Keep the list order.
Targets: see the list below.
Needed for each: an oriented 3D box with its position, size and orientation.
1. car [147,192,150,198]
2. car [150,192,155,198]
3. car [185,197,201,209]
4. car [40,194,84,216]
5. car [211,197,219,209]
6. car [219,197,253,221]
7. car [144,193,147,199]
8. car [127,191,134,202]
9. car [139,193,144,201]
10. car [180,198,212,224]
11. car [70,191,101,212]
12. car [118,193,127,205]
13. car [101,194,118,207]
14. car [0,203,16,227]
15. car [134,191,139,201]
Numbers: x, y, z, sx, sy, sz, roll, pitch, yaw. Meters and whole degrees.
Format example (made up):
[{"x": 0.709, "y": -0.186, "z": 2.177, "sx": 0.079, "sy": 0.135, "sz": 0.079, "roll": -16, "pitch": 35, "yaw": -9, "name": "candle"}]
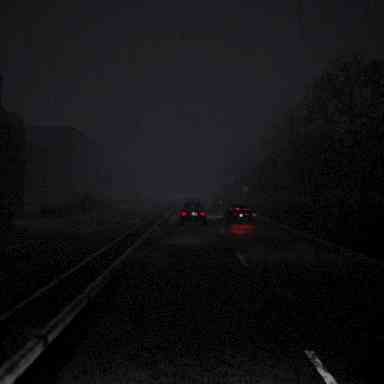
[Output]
[{"x": -11.994, "y": 0.964, "z": 79.328, "sx": 2.231, "sy": 1.521, "sz": 4.892, "roll": 0, "pitch": 0, "yaw": 0, "name": "car"}, {"x": -12.040, "y": 0.898, "z": 90.185, "sx": 1.946, "sy": 1.575, "sz": 5.366, "roll": 0, "pitch": 0, "yaw": 0, "name": "car"}, {"x": 0.113, "y": 1.355, "z": 41.190, "sx": 1.895, "sy": 1.301, "sz": 4.718, "roll": 0, "pitch": 0, "yaw": 0, "name": "car"}, {"x": -11.790, "y": 1.249, "z": 29.603, "sx": 2.231, "sy": 1.521, "sz": 4.892, "roll": 0, "pitch": 0, "yaw": 0, "name": "car"}, {"x": 3.362, "y": 1.302, "z": 41.326, "sx": 2.033, "sy": 1.411, "sz": 5.357, "roll": 0, "pitch": 0, "yaw": 0, "name": "car"}, {"x": 3.358, "y": 1.353, "z": 25.190, "sx": 1.837, "sy": 1.490, "sz": 4.892, "roll": 0, "pitch": 0, "yaw": 0, "name": "car"}, {"x": -11.973, "y": 0.996, "z": 73.802, "sx": 2.231, "sy": 1.521, "sz": 4.892, "roll": 0, "pitch": 0, "yaw": 0, "name": "car"}, {"x": -11.903, "y": 0.964, "z": 57.127, "sx": 2.185, "sy": 1.767, "sz": 4.553, "roll": 0, "pitch": 0, "yaw": 0, "name": "car"}, {"x": -11.948, "y": 0.776, "z": 68.116, "sx": 2.435, "sy": 2.045, "sz": 5.566, "roll": 0, "pitch": 0, "yaw": 0, "name": "car"}, {"x": 0.098, "y": 1.407, "z": 23.382, "sx": 2.033, "sy": 1.411, "sz": 5.357, "roll": 0, "pitch": 0, "yaw": 0, "name": "car"}, {"x": -11.813, "y": 0.965, "z": 35.092, "sx": 2.435, "sy": 2.045, "sz": 5.566, "roll": 0, "pitch": 0, "yaw": 0, "name": "car"}, {"x": -11.880, "y": 1.120, "z": 51.386, "sx": 1.946, "sy": 1.575, "sz": 5.366, "roll": 0, "pitch": 0, "yaw": 0, "name": "car"}, {"x": -11.907, "y": 1.163, "z": 44.514, "sx": 2.231, "sy": 1.521, "sz": 4.892, "roll": 0, "pitch": 0, "yaw": 1, "name": "car"}, {"x": -11.749, "y": 1.341, "z": 18.516, "sx": 2.163, "sy": 1.488, "sz": 4.792, "roll": 0, "pitch": 0, "yaw": 0, "name": "car"}, {"x": -11.925, "y": 1.057, "z": 62.436, "sx": 1.946, "sy": 1.575, "sz": 5.366, "roll": 0, "pitch": 0, "yaw": 0, "name": "car"}]
